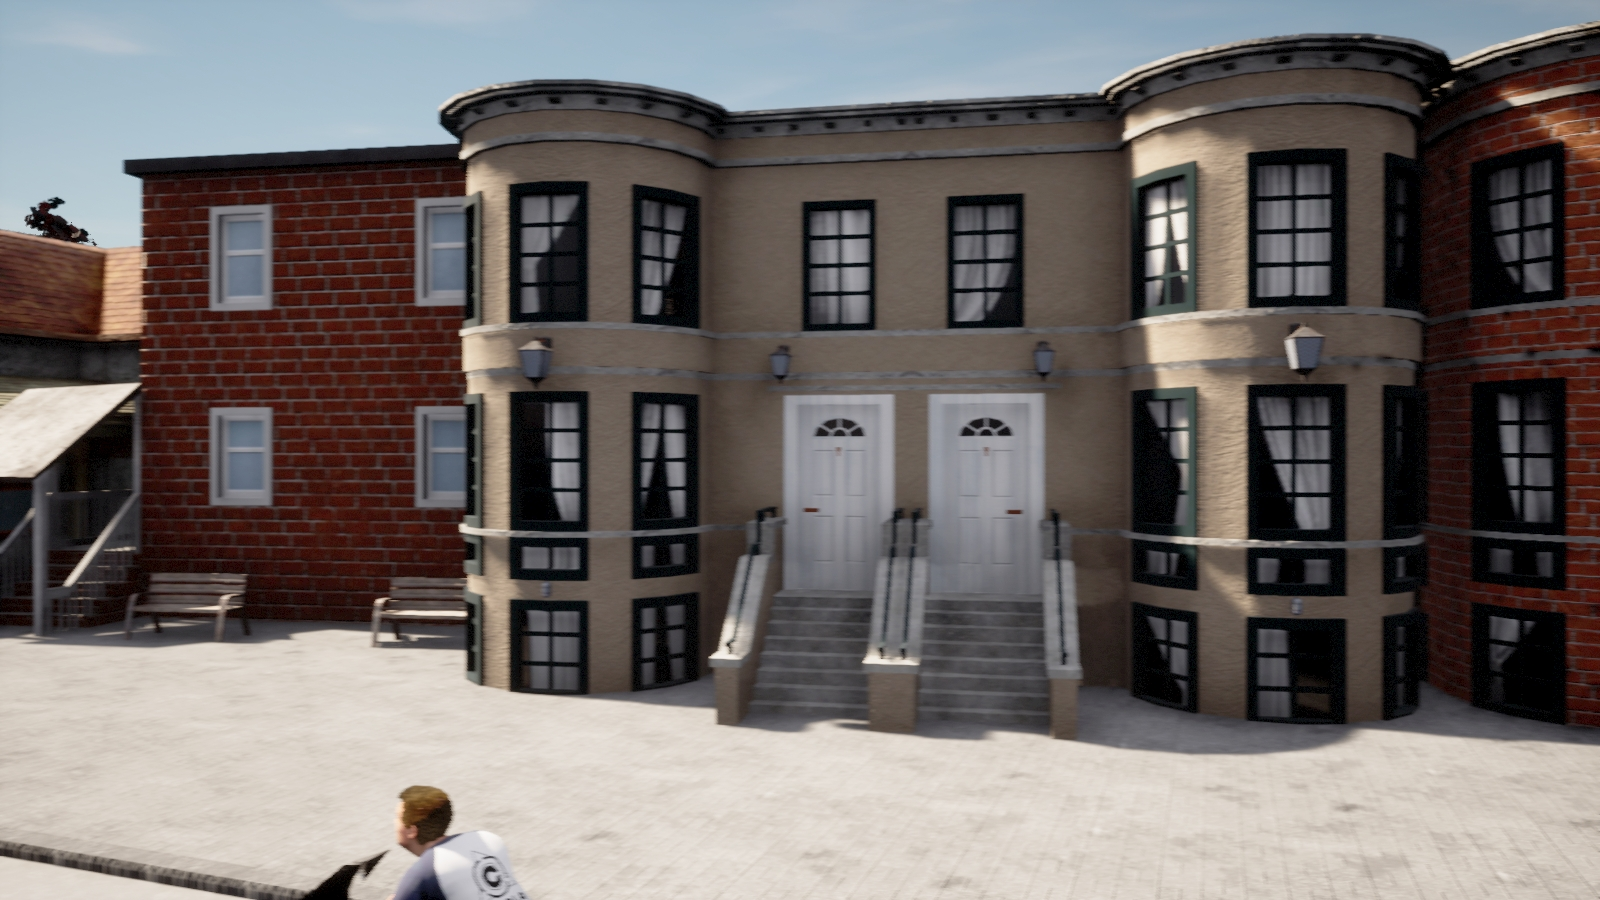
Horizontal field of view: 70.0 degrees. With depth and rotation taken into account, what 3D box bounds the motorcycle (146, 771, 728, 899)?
[{"bbox_3d":[-1.369,1.993,4.329,2.033,1.145,0.803,0,0,20],"label":"motorcycle"}]
